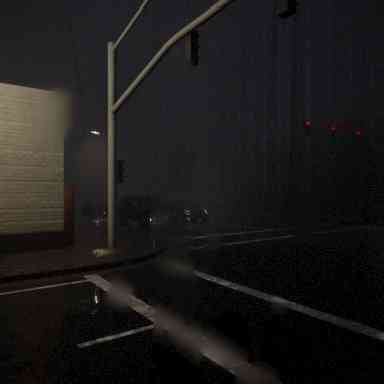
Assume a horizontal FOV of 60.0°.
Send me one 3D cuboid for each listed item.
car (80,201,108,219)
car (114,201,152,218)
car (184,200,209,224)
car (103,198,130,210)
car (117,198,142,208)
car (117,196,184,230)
[{"bbox_3d":[-8.593,1.619,29.985,1.994,1.385,4.181,0,0,-35],"label":"car"},{"bbox_3d":[-5.780,1.619,32.062,1.994,1.385,4.181,0,0,-35],"label":"car"},{"bbox_3d":[-0.759,1.407,25.034,2.097,1.767,4.553,0,0,-36],"label":"car"},{"bbox_3d":[-10.160,1.581,44.472,1.812,1.442,4.674,0,0,-36],"label":"car"},{"bbox_3d":[-9.257,1.619,49.255,1.994,1.385,4.181,0,0,-36],"label":"car"},{"bbox_3d":[-3.126,1.277,22.321,2.150,2.045,5.566,0,0,-36],"label":"car"}]
